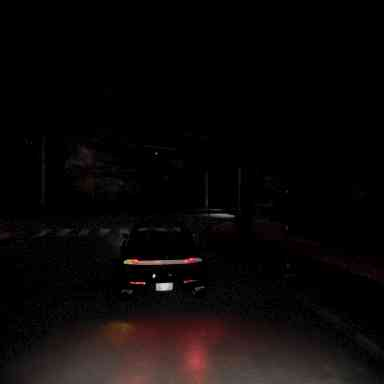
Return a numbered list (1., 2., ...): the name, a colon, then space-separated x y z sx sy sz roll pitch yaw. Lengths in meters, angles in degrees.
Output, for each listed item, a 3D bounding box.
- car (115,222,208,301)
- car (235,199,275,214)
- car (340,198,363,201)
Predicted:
1. car: -0.836 1.492 8.389 2.128 1.511 4.902 0 0 -8
2. car: 6.271 1.369 30.764 4.674 1.442 1.812 0 0 -12
3. car: 15.299 1.348 32.764 4.892 1.490 1.837 0 0 -12
